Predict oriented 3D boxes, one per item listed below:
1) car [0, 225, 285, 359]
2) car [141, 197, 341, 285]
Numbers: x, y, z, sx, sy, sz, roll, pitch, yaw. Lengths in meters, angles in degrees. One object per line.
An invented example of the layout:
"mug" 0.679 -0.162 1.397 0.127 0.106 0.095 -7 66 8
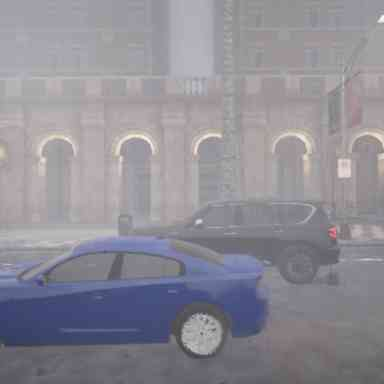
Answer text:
"car" -1.317 1.478 5.330 5.008 1.535 1.882 -1 0 -1
"car" 0.977 1.183 8.853 5.566 2.045 2.150 -1 0 -1
